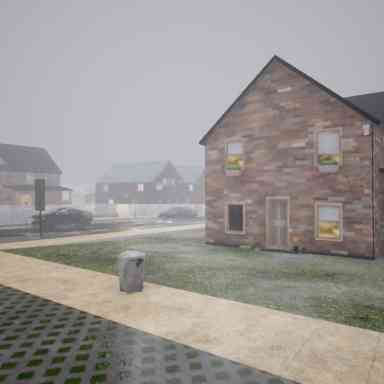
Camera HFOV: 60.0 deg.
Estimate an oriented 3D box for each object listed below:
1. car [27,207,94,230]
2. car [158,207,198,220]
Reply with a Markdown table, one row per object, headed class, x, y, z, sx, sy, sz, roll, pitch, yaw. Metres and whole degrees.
| class | x | y | z | sx | sy | sz | roll | pitch | yaw |
| --- | --- | --- | --- | --- | --- | --- | --- | --- | --- |
| car | -9.640 | 1.890 | 24.663 | 2.128 | 1.511 | 4.902 | 0 | -2 | 35 |
| car | -1.397 | 2.300 | 36.403 | 2.033 | 1.411 | 5.357 | -1 | -2 | 35 |
